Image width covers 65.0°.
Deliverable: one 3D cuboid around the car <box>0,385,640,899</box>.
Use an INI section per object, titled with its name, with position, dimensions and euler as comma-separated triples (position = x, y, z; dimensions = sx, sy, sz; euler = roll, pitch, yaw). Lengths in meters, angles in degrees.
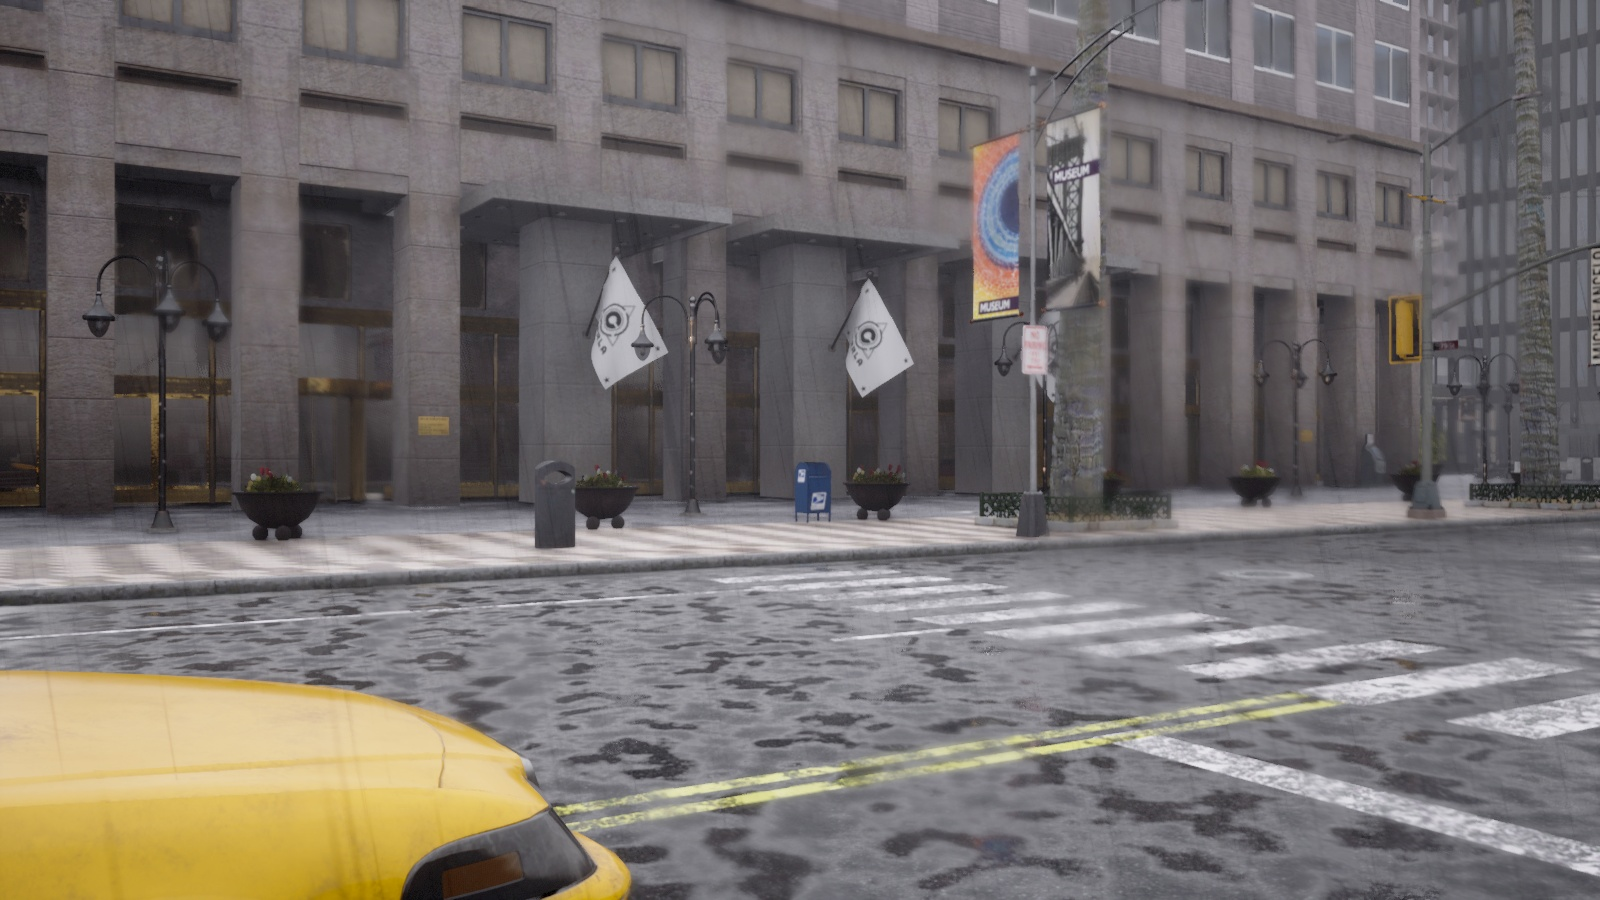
[car]
position = -3.014, 0.697, 1.635
dimensions = 5.366, 1.575, 1.801
euler = 0, 0, -36
